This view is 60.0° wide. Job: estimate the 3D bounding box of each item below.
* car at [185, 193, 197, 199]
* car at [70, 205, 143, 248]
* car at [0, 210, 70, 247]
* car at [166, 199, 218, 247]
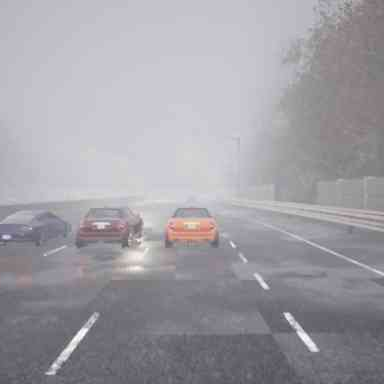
[{"bbox_3d":[-0.026,1.411,74.678,2.097,1.767,4.553,0,0,0],"label":"car"},{"bbox_3d":[-3.508,1.363,14.978,2.097,1.767,4.553,0,0,0],"label":"car"},{"bbox_3d":[-7.006,1.537,14.924,1.812,1.442,4.674,0,0,0],"label":"car"},{"bbox_3d":[-0.008,1.363,15.139,2.097,1.767,4.553,0,0,0],"label":"car"}]
